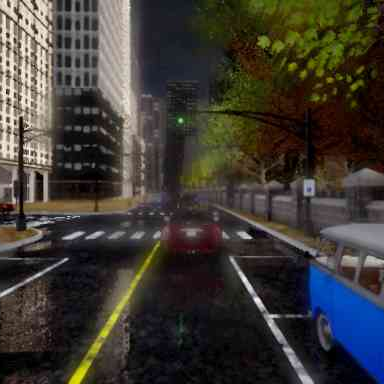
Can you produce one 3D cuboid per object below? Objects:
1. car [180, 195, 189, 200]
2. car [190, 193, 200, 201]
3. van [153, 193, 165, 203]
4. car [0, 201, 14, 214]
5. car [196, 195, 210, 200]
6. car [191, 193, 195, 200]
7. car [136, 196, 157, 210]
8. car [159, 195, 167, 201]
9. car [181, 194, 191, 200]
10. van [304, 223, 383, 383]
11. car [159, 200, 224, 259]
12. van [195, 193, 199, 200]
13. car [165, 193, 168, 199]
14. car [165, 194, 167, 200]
[{"bbox_3d":[-1.871,1.347,81.976,1.895,1.301,4.718,0,0,-3],"label":"car"},{"bbox_3d":[0.770,1.237,80.298,2.192,1.841,5.009,0,0,-3],"label":"car"},{"bbox_3d":[-6.601,1.288,63.298,1.690,1.788,3.998,0,0,-2],"label":"van"},{"bbox_3d":[-18.211,1.365,29.871,4.206,1.307,1.802,1,0,3],"label":"car"},{"bbox_3d":[1.915,1.490,47.214,1.752,1.417,4.829,0,0,-2],"label":"car"},{"bbox_3d":[1.210,1.463,69.380,1.752,1.417,4.829,0,0,-2],"label":"car"},{"bbox_3d":[-5.818,1.522,41.126,2.008,1.369,4.403,0,0,-1],"label":"car"},{"bbox_3d":[-7.496,1.497,85.472,1.802,1.307,4.206,0,0,-3],"label":"car"},{"bbox_3d":[-1.437,1.427,71.524,1.837,1.490,4.892,0,0,-2],"label":"car"},{"bbox_3d":[2.557,1.339,3.498,1.690,1.788,3.998,0,0,0],"label":"van"},{"bbox_3d":[-0.012,1.345,12.665,2.097,1.767,4.553,0,0,0],"label":"car"},{"bbox_3d":[1.767,1.300,52.586,1.690,1.788,3.998,0,0,-2],"label":"van"},{"bbox_3d":[-7.246,1.468,79.928,1.887,1.381,4.507,0,0,-2],"label":"car"},{"bbox_3d":[-6.800,1.484,68.841,1.887,1.381,4.507,0,0,-2],"label":"car"}]
